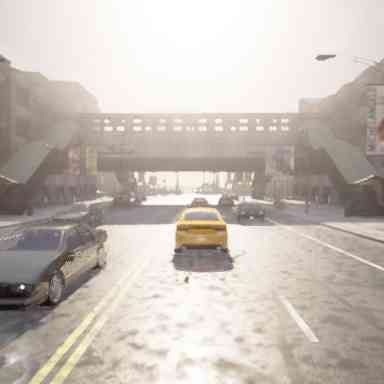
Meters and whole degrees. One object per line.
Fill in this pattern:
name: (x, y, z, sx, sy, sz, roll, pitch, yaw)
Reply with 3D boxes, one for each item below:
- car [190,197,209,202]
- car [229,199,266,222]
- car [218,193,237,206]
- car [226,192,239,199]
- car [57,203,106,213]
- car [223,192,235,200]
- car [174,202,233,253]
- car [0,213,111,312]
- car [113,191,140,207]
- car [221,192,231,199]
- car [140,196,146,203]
car: (0.798, 1.276, 34.795, 1.812, 1.442, 4.674, 0, 0, 1)
car: (4.085, 1.429, 24.613, 1.895, 1.301, 4.718, 0, 0, 1)
car: (4.507, 1.249, 44.476, 1.994, 1.385, 4.181, 0, 0, 1)
car: (7.946, 1.036, 63.610, 2.231, 1.521, 4.892, 0, 0, 11)
car: (-6.638, 1.393, 19.963, 2.033, 1.411, 5.357, 0, 0, 2)
car: (8.212, 0.832, 74.381, 2.185, 1.767, 4.553, 0, 0, 1)
car: (0.359, 1.381, 13.345, 1.882, 1.535, 5.008, 0, 0, 1)
car: (-3.454, 1.483, 8.056, 2.033, 1.411, 5.357, 0, 0, 1)
car: (-9.133, 0.888, 45.345, 2.435, 2.045, 5.566, 0, 0, 1)
car: (8.209, 0.912, 80.809, 2.097, 1.535, 5.008, 0, 0, 1)
car: (-9.021, 1.202, 52.743, 1.895, 1.301, 4.718, 0, 0, 1)
